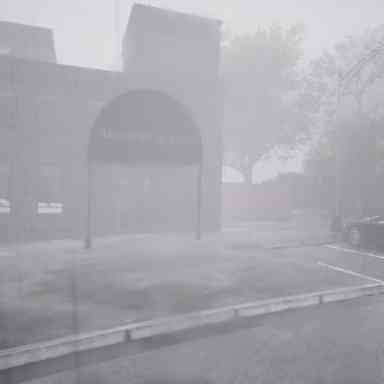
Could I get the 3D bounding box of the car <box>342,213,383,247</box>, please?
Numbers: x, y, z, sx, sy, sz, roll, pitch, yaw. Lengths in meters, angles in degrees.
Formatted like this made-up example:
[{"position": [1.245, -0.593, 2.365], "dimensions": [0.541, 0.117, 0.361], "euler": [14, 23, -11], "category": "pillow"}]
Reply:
[{"position": [7.404, 1.274, 11.298], "dimensions": [2.231, 1.521, 4.892], "euler": [-1, 1, -21], "category": "car"}]
